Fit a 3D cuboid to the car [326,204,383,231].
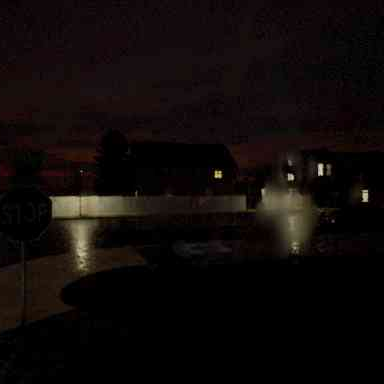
[{"bbox_3d":[9.978,1.400,19.150,4.674,1.442,1.812,0,0,-19],"label":"car"}]
